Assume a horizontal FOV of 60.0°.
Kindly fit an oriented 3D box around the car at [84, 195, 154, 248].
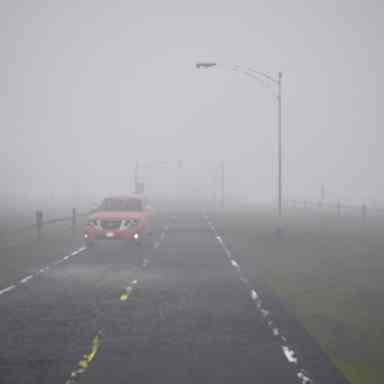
[{"bbox_3d":[-2.950,1.149,14.638,2.150,2.045,5.566,0,0,0],"label":"car"}]
